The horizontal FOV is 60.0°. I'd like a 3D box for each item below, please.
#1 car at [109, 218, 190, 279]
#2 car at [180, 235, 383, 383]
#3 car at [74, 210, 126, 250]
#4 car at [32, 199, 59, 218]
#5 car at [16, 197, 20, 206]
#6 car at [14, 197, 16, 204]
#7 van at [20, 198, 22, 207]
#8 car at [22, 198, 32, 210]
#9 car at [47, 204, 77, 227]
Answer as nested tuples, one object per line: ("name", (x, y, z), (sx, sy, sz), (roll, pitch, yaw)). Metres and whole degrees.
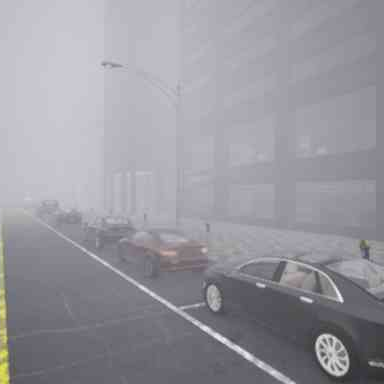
("car", (-1.038, 1.714, 10.420), (1.802, 1.307, 4.206), (1, -1, -30))
("car", (1.772, 1.632, 5.535), (2.008, 1.369, 4.403), (1, -1, -30))
("car", (-3.847, 1.734, 15.306), (2.008, 1.369, 4.403), (1, -1, -30))
("car", (-15.086, 1.709, 34.851), (2.192, 1.841, 5.009), (1, -1, -30))
("car", (-34.757, 2.225, 69.048), (1.967, 1.590, 4.097), (0, -1, -30))
("car", (-40.377, 2.450, 78.818), (2.008, 1.369, 4.403), (0, -1, -30))
("van", (-29.136, 2.012, 59.278), (1.690, 1.788, 3.998), (0, -1, -30))
("car", (-26.412, 2.141, 54.538), (1.752, 1.417, 4.829), (0, -1, -30))
("car", (-9.467, 1.832, 25.077), (1.887, 1.381, 4.507), (1, -1, -30))
